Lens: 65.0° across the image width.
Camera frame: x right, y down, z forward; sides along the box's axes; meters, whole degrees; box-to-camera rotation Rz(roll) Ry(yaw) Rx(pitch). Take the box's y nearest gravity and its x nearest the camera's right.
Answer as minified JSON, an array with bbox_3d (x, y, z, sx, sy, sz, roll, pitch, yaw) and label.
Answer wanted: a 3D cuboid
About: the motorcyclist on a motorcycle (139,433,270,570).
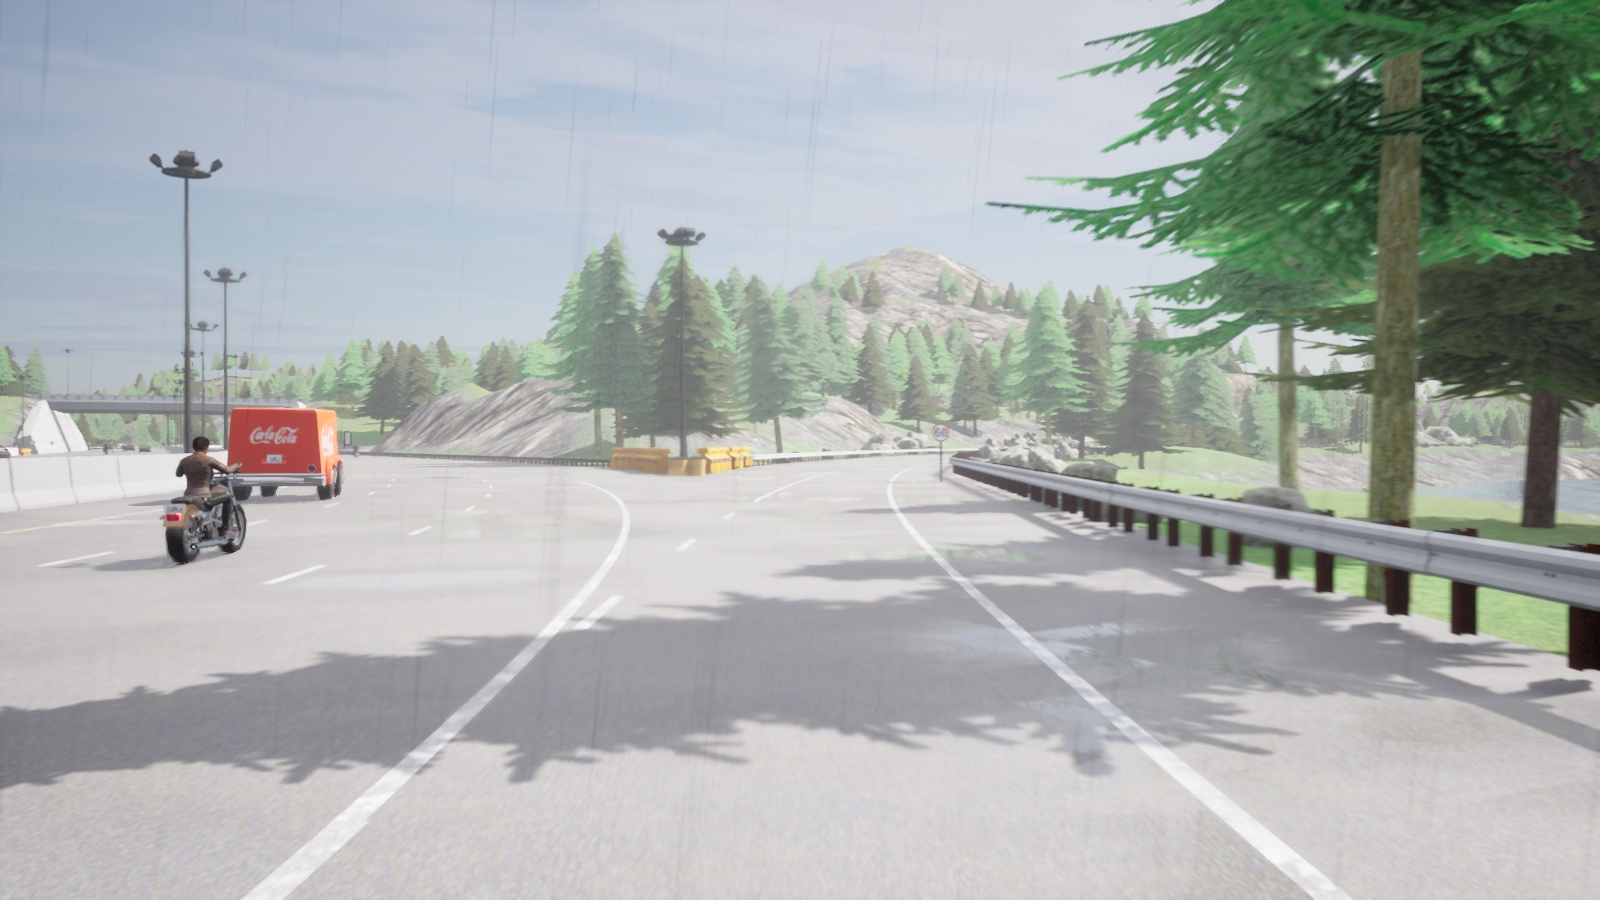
[{"bbox_3d":[-7.710,0.616,16.383,0.766,1.649,2.350,-1,0,-5],"label":"motorcyclist on a motorcycle"}]

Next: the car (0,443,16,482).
[{"bbox_3d":[-32.816,0.488,50.131,1.789,1.549,3.705,0,0,-19],"label":"car"}]

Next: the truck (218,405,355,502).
[{"bbox_3d":[-14.050,0.085,34.763,2.627,2.467,5.204,0,0,-12],"label":"truck"}]
